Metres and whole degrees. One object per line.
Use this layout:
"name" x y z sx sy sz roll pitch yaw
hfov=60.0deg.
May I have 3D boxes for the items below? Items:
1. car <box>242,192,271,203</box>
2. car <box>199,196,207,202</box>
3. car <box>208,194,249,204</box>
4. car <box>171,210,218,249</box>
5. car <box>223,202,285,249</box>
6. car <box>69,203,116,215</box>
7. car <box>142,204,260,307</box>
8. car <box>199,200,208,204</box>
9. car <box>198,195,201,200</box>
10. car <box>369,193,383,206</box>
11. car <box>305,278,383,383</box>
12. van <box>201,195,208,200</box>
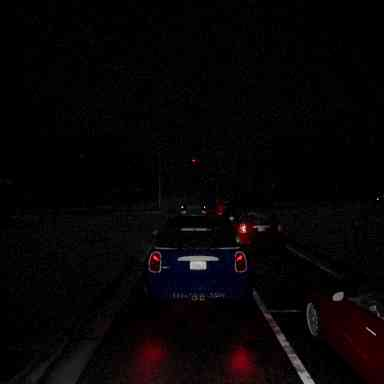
"car" 6.815 1.027 40.648 5.566 2.045 2.150 -2 1 11
"car" 2.676 1.662 84.081 1.887 1.381 4.507 -1 0 0
"car" 2.640 1.323 25.282 2.192 1.841 5.009 -1 0 0
"car" 0.103 1.602 15.562 1.895 1.301 4.718 0 0 0
"car" 2.636 1.441 14.477 1.967 1.590 4.097 -1 0 0
"car" -10.992 1.895 37.021 4.718 1.301 1.895 -2 1 0
"car" 0.075 1.351 8.170 2.097 1.767 4.553 0 0 -1
"car" 0.117 1.572 25.574 1.994 1.385 4.181 0 0 -1
"car" 2.658 1.365 57.050 2.192 1.841 5.009 -1 0 0
"car" 23.790 0.734 39.972 4.553 1.767 2.097 -1 1 0
"car" 2.631 1.581 3.672 1.802 1.307 4.206 -1 0 0
"van" 2.655 1.381 51.644 1.690 1.788 3.998 -1 0 0
